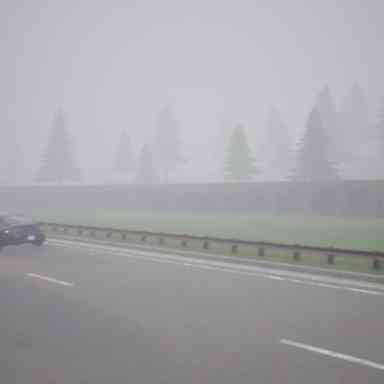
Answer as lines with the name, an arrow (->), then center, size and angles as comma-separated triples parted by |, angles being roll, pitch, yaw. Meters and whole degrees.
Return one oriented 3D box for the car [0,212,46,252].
car -> -7.999, 1.576, 13.988 | 4.674, 1.442, 1.812 | 0, 0, 35
